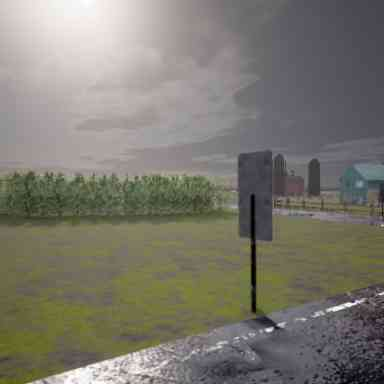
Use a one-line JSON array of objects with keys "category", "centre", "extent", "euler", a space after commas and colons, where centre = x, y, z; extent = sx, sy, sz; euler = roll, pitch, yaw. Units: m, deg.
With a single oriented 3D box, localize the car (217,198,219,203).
[{"category": "car", "centre": [3.318, 1.345, 61.933], "extent": [2.150, 2.045, 5.566], "euler": [0, 0, -16]}]
